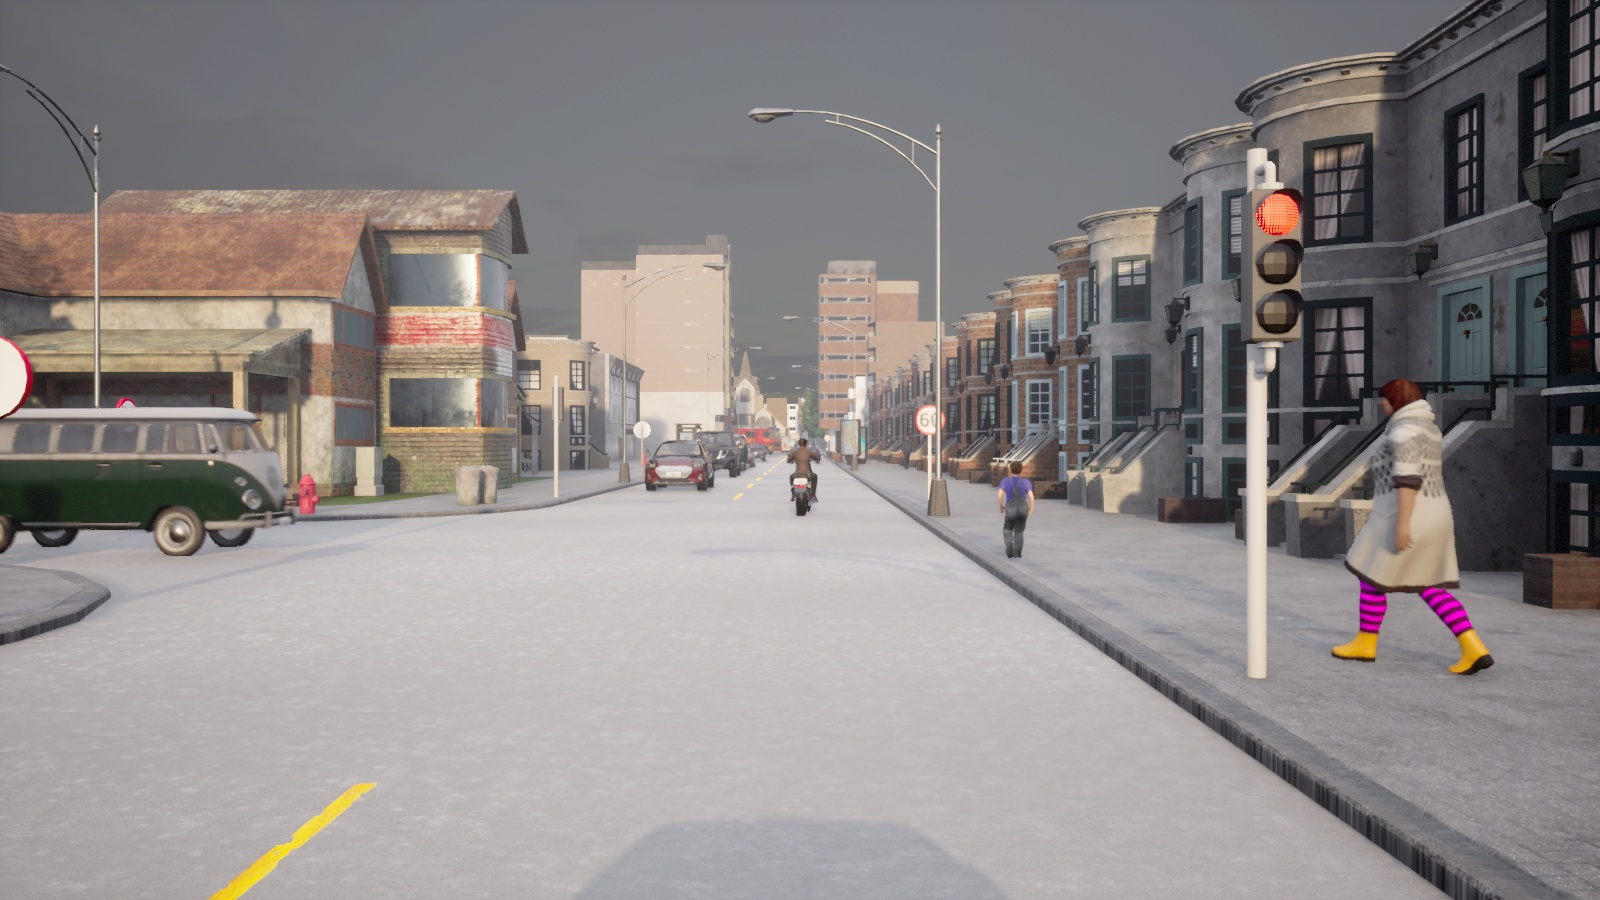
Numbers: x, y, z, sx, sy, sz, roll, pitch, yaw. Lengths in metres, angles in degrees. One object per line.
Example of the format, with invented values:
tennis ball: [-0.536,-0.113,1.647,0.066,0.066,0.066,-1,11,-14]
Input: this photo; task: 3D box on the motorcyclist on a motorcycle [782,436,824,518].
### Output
motorcyclist on a motorcycle: [0.087,0.546,26.725,0.766,1.649,2.350,0,0,3]

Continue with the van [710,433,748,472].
van: [-3.760,0.120,67.041,1.775,1.987,4.442,0,0,0]

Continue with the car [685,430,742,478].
car: [-3.803,0.146,55.892,2.150,2.045,5.566,0,0,0]

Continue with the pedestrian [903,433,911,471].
pedestrian: [5.563,0.092,65.365,0.423,1.949,0.788,0,0,4]

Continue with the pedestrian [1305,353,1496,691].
pedestrian: [3.723,0.415,7.806,0.659,1.952,0.873,0,0,-41]

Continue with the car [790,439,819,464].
car: [0.327,0.094,90.644,2.097,1.767,4.553,0,0,0]

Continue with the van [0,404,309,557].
van: [-9.322,0.394,17.263,4.442,1.987,1.775,0,0,1]

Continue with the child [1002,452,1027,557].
child: [2.604,0.652,15.252,0.270,1.263,0.437,0,0,5]

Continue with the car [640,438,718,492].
car: [-3.853,0.443,40.826,2.033,1.649,4.856,0,0,0]
